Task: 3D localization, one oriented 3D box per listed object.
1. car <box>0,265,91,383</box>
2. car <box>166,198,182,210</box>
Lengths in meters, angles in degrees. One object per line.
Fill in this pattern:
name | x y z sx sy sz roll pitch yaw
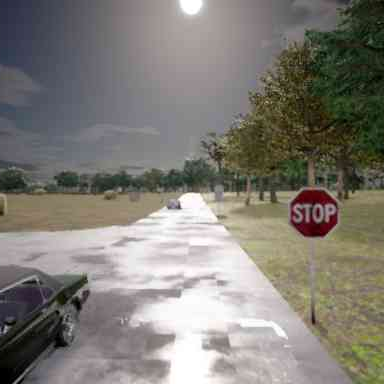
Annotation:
car | -2.714 1.617 3.564 1.895 1.301 4.718 0 0 1
car | -2.295 1.583 43.658 1.812 1.442 4.674 0 0 1
